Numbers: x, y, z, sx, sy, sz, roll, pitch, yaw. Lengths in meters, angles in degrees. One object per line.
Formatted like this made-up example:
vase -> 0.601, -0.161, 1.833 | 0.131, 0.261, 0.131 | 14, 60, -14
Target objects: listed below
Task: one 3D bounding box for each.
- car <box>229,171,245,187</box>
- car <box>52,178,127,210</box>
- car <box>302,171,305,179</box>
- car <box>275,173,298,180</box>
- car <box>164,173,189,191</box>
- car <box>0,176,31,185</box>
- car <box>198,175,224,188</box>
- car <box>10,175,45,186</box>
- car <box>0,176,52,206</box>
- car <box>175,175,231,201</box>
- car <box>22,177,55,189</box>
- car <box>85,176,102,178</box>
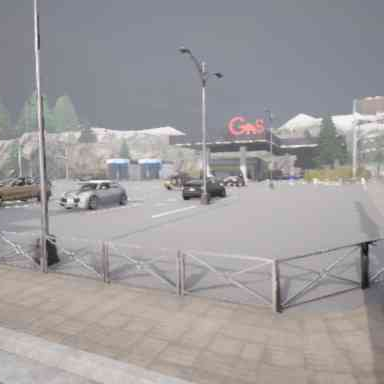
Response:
car -> 5.257, -1.595, 41.093 | 1.905, 1.878, 3.866 | 1, 4, 25
car -> -5.435, 0.124, 18.639 | 1.970, 1.475, 3.806 | 1, 4, 25
car -> 26.676, -3.769, 74.761 | 3.866, 1.878, 1.905 | 1, 4, 25
car -> 20.332, -3.319, 71.527 | 4.611, 1.667, 2.242 | 1, 4, 25
car -> -1.084, -1.136, 35.411 | 1.932, 1.855, 4.605 | 1, 4, 25
car -> -31.306, -2.044, 59.016 | 2.007, 1.523, 4.514 | 1, 4, 25
car -> 2.519, -1.406, 43.086 | 1.970, 1.475, 3.806 | 1, 4, 25
car -> -28.450, -2.004, 57.719 | 2.152, 1.636, 5.027 | 1, 4, 25
car -> -11.372, -0.041, 21.093 | 2.152, 1.636, 5.027 | 1, 4, 25
car -> 0.897, -0.191, 23.427 | 2.007, 1.523, 4.514 | 1, 4, 25
car -> -21.039, -1.336, 45.725 | 1.845, 1.501, 3.633 | 1, 4, 25
car -> -12.030, -1.188, 41.404 | 2.007, 1.523, 4.514 | 1, 4, 25
